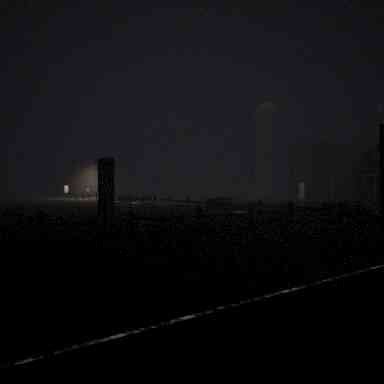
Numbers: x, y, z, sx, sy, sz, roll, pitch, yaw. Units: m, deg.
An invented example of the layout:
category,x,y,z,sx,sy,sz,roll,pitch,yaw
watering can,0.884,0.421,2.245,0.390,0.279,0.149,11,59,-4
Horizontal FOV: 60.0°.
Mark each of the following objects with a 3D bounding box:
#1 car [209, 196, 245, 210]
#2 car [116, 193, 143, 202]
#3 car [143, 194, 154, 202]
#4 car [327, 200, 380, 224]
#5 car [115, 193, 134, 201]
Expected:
category,x,y,z,sx,sy,sz,roll,pitch,yaw
car,3.819,1.253,37.030,1.837,1.490,4.892,-1,1,-36
car,-11.087,1.050,57.877,2.033,1.411,5.357,-1,1,-35
car,-8.677,1.084,59.318,1.895,1.301,4.718,-1,1,-36
car,12.057,1.388,24.406,2.128,1.511,4.902,0,1,-25
car,-13.535,0.905,66.048,1.837,1.490,4.892,-1,1,-36
